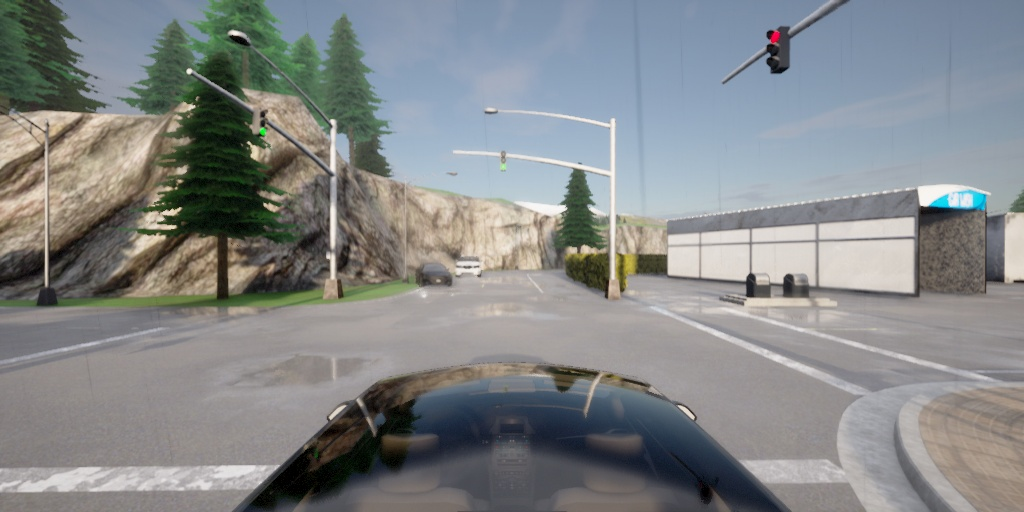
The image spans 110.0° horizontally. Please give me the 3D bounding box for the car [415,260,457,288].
[{"bbox_3d":[-5.174,1.177,23.439,1.882,1.535,5.008,0,0,-20],"label":"car"}]

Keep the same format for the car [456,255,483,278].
[{"bbox_3d":[-3.889,0.899,32.718,2.150,2.045,5.566,0,0,-3],"label":"car"}]
